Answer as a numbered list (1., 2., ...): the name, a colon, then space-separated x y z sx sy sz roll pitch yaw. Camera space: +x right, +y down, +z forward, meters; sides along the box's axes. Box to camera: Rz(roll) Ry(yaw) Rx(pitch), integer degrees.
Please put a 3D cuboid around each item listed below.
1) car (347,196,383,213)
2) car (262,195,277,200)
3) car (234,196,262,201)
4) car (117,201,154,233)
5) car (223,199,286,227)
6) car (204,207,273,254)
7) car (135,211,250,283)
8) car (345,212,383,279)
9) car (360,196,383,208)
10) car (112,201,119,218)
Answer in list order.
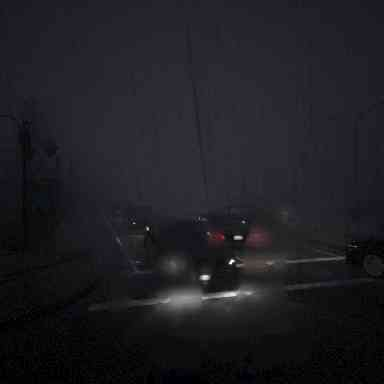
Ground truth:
1. car: 15.610 1.356 29.180 1.970 1.475 3.806 0 0 -17
2. car: 10.378 1.278 47.098 2.152 1.636 5.027 0 0 -17
3. car: 7.389 1.288 46.145 2.007 1.523 4.514 0 0 -17
4. car: -3.095 1.529 19.941 2.033 1.411 5.357 0 0 -17
5. car: 2.852 1.467 19.897 5.357 1.411 2.033 -3 1 -15
6. car: 1.352 1.538 13.389 2.033 1.411 5.357 0 0 -4
7. car: -0.371 1.543 10.104 2.033 1.411 5.357 0 0 -15
8. car: 6.527 1.475 8.231 5.008 1.535 1.882 0 0 39
9. car: 23.932 1.274 43.159 1.845 1.501 3.633 0 0 -17
10. car: -6.246 1.515 30.096 2.033 1.411 5.357 0 0 -17
